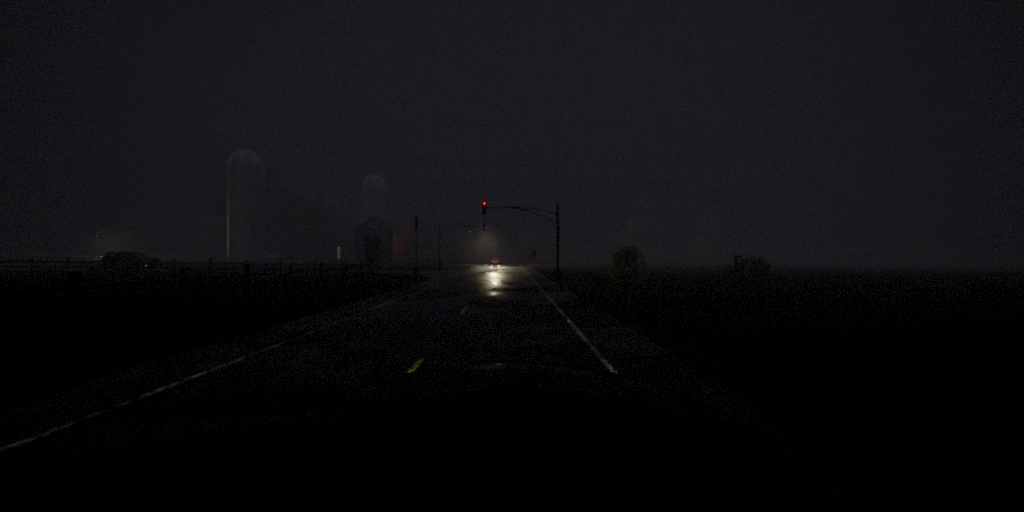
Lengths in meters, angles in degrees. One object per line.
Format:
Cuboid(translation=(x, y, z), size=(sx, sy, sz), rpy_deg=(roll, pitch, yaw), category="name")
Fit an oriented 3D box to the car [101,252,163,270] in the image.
Cuboid(translation=(-43.000, 0.549, 40.635), size=(5.566, 2.045, 2.150), rpy_deg=(1, 1, 0), category="car")
